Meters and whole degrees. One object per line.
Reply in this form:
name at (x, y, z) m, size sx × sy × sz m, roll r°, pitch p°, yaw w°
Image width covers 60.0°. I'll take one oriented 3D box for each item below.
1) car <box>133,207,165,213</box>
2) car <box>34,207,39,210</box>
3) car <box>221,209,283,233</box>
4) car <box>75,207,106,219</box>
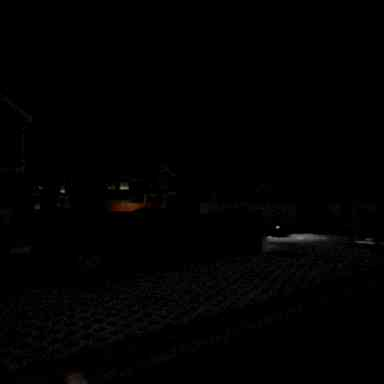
car at (-3.482, 2.066, 28.408) m, size 5.008 × 1.535 × 1.882 m, roll -2°, pitch -1°, yaw 45°
car at (-25.958, 2.902, 52.671) m, size 5.357 × 1.411 × 2.033 m, roll -2°, pitch -1°, yaw 44°
car at (3.355, 1.856, 21.063) m, size 1.837 × 1.490 × 4.892 m, roll -1°, pitch -1°, yaw -42°
car at (-11.033, 2.344, 35.598) m, size 4.892 × 1.490 × 1.837 m, roll -2°, pitch -1°, yaw 42°
